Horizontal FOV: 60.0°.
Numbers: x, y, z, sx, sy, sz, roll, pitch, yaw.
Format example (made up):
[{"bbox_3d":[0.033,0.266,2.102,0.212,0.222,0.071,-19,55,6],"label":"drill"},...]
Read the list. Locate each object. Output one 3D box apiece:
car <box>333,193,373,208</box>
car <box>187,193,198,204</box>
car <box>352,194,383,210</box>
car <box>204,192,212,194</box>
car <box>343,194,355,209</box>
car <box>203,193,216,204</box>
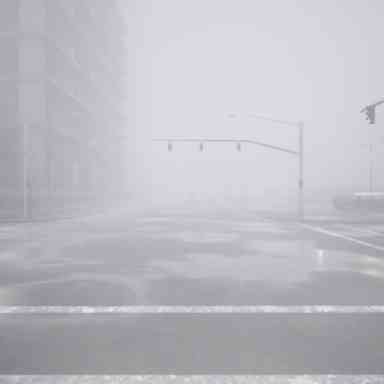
[{"bbox_3d":[25.264,1.170,52.298,4.605,1.855,1.932,0,0,1],"label":"car"},{"bbox_3d":[0.047,1.500,63.510,2.033,1.411,5.357,0,0,0],"label":"car"},{"bbox_3d":[25.243,1.416,46.720,3.806,1.475,1.970,0,0,1],"label":"car"},{"bbox_3d":[3.607,1.033,73.941,2.150,2.045,5.566,0,0,0],"label":"car"},{"bbox_3d":[25.280,1.383,49.614,3.905,1.438,1.784,0,0,1],"label":"car"},{"bbox_3d":[3.549,1.478,63.906,1.812,1.442,4.674,0,0,0],"label":"car"}]
